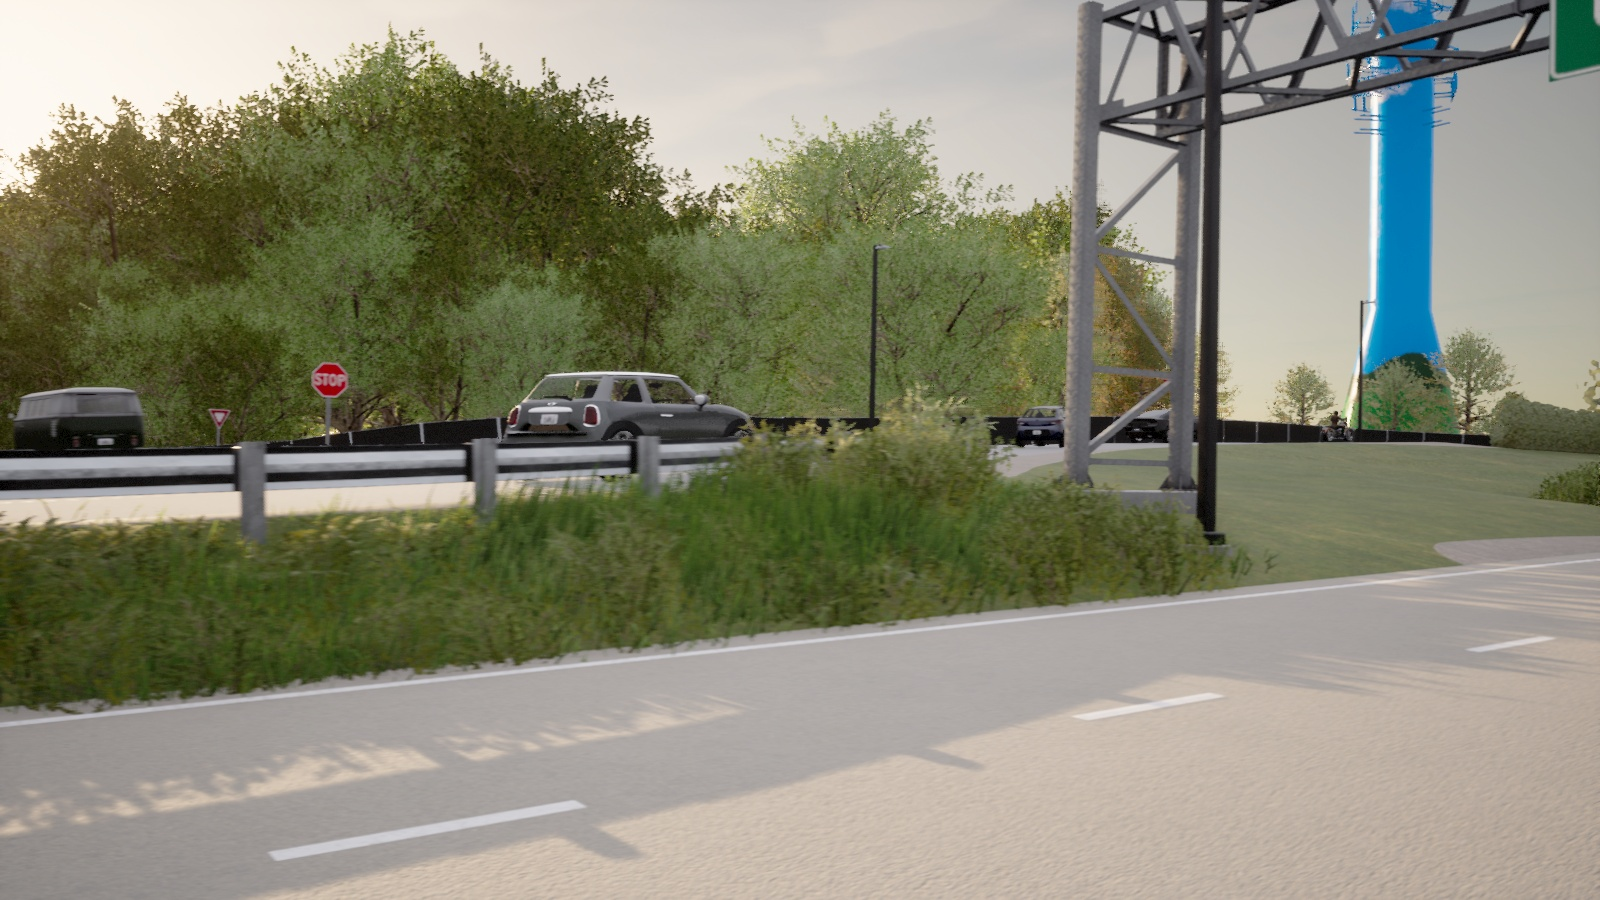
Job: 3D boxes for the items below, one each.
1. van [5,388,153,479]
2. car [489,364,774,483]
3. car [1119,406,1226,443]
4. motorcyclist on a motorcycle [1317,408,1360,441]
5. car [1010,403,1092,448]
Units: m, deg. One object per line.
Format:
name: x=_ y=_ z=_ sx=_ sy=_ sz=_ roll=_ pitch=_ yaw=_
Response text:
van: x=-17.020 y=-0.360 z=29.540 sx=4.442 sy=1.987 sz=1.775 roll=-1 pitch=2 yaw=44
car: x=-2.252 y=-0.371 z=17.713 sx=1.970 sy=1.475 sz=3.806 roll=0 pitch=1 yaw=33
car: x=16.489 y=-1.132 z=55.415 sx=5.008 sy=1.535 sz=1.882 roll=-1 pitch=1 yaw=-37
motorcyclist on a motorcycle: x=26.910 y=-1.271 z=62.701 sx=2.350 sy=1.649 sz=0.766 roll=-1 pitch=0 yaw=-32
car: x=8.952 y=-0.863 z=44.516 sx=1.816 sy=1.474 sz=4.193 roll=0 pitch=1 yaw=26
